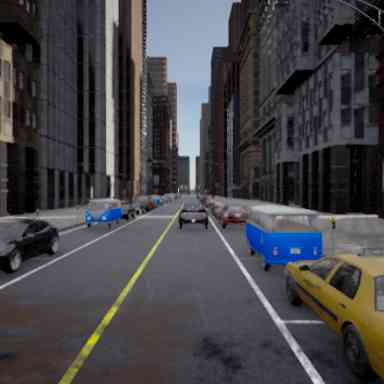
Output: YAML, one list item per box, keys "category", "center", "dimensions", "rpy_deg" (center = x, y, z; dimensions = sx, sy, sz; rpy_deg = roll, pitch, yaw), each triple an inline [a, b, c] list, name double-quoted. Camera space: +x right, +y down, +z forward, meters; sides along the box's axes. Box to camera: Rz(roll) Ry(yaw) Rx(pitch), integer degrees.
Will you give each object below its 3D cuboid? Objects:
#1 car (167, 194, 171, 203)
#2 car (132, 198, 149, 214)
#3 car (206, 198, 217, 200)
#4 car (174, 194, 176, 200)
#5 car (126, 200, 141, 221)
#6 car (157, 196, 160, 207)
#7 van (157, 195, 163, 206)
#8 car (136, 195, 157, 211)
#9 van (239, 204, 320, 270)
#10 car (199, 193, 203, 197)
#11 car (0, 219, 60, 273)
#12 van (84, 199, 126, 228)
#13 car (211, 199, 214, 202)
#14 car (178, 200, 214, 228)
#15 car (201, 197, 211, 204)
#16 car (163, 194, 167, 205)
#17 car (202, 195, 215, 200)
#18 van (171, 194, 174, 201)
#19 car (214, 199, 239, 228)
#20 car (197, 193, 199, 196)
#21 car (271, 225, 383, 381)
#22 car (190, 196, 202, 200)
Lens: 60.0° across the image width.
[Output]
- category: "car"
  center: [-5.779, 1.492, 67.088]
  dimensions: [1.967, 1.590, 4.097]
  rpy_deg: [0, 0, 0]
- category: "car"
  center: [-5.772, 1.591, 33.268]
  dimensions: [1.947, 1.339, 4.313]
  rpy_deg: [0, 0, 0]
- category: "car"
  center: [2.753, 1.576, 33.280]
  dimensions: [2.008, 1.369, 4.403]
  rpy_deg: [0, 0, 0]
- category: "car"
  center: [-5.782, 1.592, 83.828]
  dimensions: [1.752, 1.417, 4.829]
  rpy_deg: [0, 0, 0]
- category: "car"
  center: [-5.771, 1.586, 27.631]
  dimensions: [1.947, 1.339, 4.313]
  rpy_deg: [0, 0, 0]
- category: "car"
  center: [-5.774, 1.578, 44.541]
  dimensions: [1.887, 1.381, 4.507]
  rpy_deg: [0, 0, 0]
- category: "van"
  center: [-5.776, 1.379, 50.178]
  dimensions: [1.690, 1.788, 3.998]
  rpy_deg: [0, 0, 0]
- category: "car"
  center: [-5.774, 1.344, 38.904]
  dimensions: [2.192, 1.841, 5.009]
  rpy_deg: [0, 0, 0]
- category: "van"
  center: [2.757, 1.349, 10.735]
  dimensions: [1.690, 1.788, 3.998]
  rpy_deg: [0, 0, 0]
- category: "car"
  center: [2.748, 1.358, 55.826]
  dimensions: [2.192, 1.841, 5.009]
  rpy_deg: [0, 0, 0]
- category: "car"
  center: [-5.768, 1.573, 10.721]
  dimensions: [1.947, 1.339, 4.313]
  rpy_deg: [0, 0, 0]
- category: "van"
  center: [-5.770, 1.357, 21.994]
  dimensions: [1.690, 1.788, 3.998]
  rpy_deg: [0, 0, 0]
- category: "car"
  center: [2.754, 1.546, 27.814]
  dimensions: [1.752, 1.417, 4.829]
  rpy_deg: [0, 0, 0]
- category: "car"
  center: [0.096, 1.507, 22.201]
  dimensions: [2.128, 1.511, 4.902]
  rpy_deg: [0, 0, 0]
- category: "car"
  center: [2.747, 1.618, 67.098]
  dimensions: [1.947, 1.339, 4.313]
  rpy_deg: [0, 0, 0]
- category: "car"
  center: [-5.776, 1.483, 55.815]
  dimensions: [1.967, 1.590, 4.097]
  rpy_deg: [0, 0, 0]
- category: "car"
  center: [2.751, 1.474, 44.552]
  dimensions: [1.967, 1.590, 4.097]
  rpy_deg: [0, 0, 0]
- category: "van"
  center: [-5.781, 1.403, 78.362]
  dimensions: [1.690, 1.788, 3.998]
  rpy_deg: [0, 0, 0]
- category: "car"
  center: [2.755, 1.456, 22.008]
  dimensions: [1.967, 1.590, 4.097]
  rpy_deg: [0, 0, 0]
- category: "car"
  center: [2.744, 1.502, 78.370]
  dimensions: [1.967, 1.590, 4.097]
  rpy_deg: [0, 0, 0]
- category: "car"
  center: [2.758, 1.529, 5.269]
  dimensions: [1.752, 1.417, 4.829]
  rpy_deg: [0, 0, 0]
- category: "car"
  center: [0.091, 1.635, 44.887]
  dimensions: [1.895, 1.301, 4.718]
  rpy_deg: [0, 0, 0]
